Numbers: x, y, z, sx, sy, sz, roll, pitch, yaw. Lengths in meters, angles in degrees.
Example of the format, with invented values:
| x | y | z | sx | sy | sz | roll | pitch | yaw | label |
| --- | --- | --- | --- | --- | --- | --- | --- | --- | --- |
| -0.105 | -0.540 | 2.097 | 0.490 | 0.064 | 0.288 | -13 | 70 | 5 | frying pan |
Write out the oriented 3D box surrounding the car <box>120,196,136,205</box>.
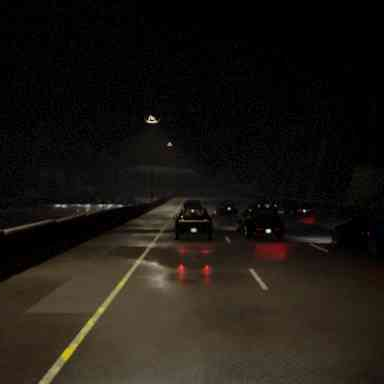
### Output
| x | y | z | sx | sy | sz | roll | pitch | yaw | label |
| --- | --- | --- | --- | --- | --- | --- | --- | --- | --- |
| -10.612 | 1.330 | 55.044 | 1.812 | 1.442 | 4.674 | 0 | 1 | 0 | car |

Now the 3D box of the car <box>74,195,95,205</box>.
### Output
| x | y | z | sx | sy | sz | roll | pitch | yaw | label |
| --- | --- | --- | --- | --- | --- | --- | --- | --- | --- |
| -17.605 | 1.302 | 55.672 | 1.837 | 1.490 | 4.892 | 0 | 1 | 0 | car |

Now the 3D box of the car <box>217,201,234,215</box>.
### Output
| x | y | z | sx | sy | sz | roll | pitch | yaw | label |
| --- | --- | --- | --- | --- | --- | --- | --- | --- | --- |
| 3.570 | 1.574 | 34.057 | 1.994 | 1.385 | 4.181 | 0 | 0 | 0 | car |

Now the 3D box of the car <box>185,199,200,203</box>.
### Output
| x | y | z | sx | sy | sz | roll | pitch | yaw | label |
| --- | --- | --- | --- | --- | --- | --- | --- | --- | --- |
| 0.070 | 1.517 | 33.697 | 1.837 | 1.490 | 4.892 | 0 | 0 | 0 | car |

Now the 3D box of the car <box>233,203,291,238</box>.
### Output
| x | y | z | sx | sy | sz | roll | pitch | yaw | label |
| --- | --- | --- | --- | --- | --- | --- | --- | --- | --- |
| 3.584 | 1.564 | 18.021 | 1.837 | 1.490 | 4.892 | 0 | 0 | 0 | car |

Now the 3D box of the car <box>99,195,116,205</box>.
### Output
| x | y | z | sx | sy | sz | roll | pitch | yaw | label |
| --- | --- | --- | --- | --- | --- | --- | --- | --- | --- |
| -14.109 | 1.301 | 55.677 | 1.837 | 1.490 | 4.892 | 0 | 1 | 0 | car |

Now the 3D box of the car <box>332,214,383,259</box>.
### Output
| x | y | z | sx | sy | sz | roll | pitch | yaw | label |
| --- | --- | --- | --- | --- | --- | --- | --- | --- | --- |
| 7.082 | 1.578 | 12.697 | 1.812 | 1.442 | 4.674 | 0 | 0 | 0 | car |

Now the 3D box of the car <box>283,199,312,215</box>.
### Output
| x | y | z | sx | sy | sz | roll | pitch | yaw | label |
| --- | --- | --- | --- | --- | --- | --- | --- | --- | --- |
| 10.570 | 1.518 | 33.687 | 1.837 | 1.490 | 4.892 | 0 | 0 | 0 | car |

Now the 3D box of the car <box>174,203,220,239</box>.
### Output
| x | y | z | sx | sy | sz | roll | pitch | yaw | label |
| --- | --- | --- | --- | --- | --- | --- | --- | --- | --- |
| 0.085 | 1.550 | 17.743 | 2.128 | 1.511 | 4.902 | 0 | 0 | 0 | car |

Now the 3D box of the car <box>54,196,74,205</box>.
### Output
| x | y | z | sx | sy | sz | roll | pitch | yaw | label |
| --- | --- | --- | --- | --- | --- | --- | --- | --- | --- |
| -21.086 | 1.344 | 55.584 | 2.033 | 1.411 | 5.357 | 0 | 1 | 1 | car |

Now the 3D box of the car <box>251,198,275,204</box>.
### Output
| x | y | z | sx | sy | sz | roll | pitch | yaw | label |
| --- | --- | --- | --- | --- | --- | --- | --- | --- | --- |
| 7.070 | 1.366 | 33.294 | 2.097 | 1.767 | 4.553 | 0 | 0 | 0 | car |
